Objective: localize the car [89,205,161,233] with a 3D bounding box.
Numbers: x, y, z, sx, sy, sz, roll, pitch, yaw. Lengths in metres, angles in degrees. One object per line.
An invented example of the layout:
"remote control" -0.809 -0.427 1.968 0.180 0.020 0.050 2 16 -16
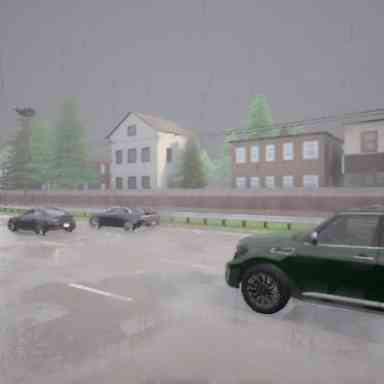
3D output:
"car" -4.097 1.521 19.817 4.902 1.511 2.128 0 0 36

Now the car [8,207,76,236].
"car" -8.368 1.561 18.547 4.674 1.442 1.812 0 0 35

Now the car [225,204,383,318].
"car" 3.327 1.222 5.918 5.566 2.045 2.150 0 0 36
